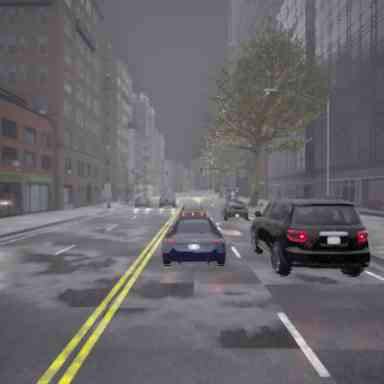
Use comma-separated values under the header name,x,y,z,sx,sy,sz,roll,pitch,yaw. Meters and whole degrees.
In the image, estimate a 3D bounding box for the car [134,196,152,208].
name,x,y,z,sx,sy,sz,roll,pitch,yaw
car,-6.575,1.385,44.789,1.837,1.490,4.892,0,0,0

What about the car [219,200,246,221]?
name,x,y,z,sx,sy,sz,roll,pitch,yaw
car,3.321,1.439,26.612,1.837,1.490,4.892,0,1,0

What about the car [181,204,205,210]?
name,x,y,z,sx,sy,sz,roll,pitch,yaw
car,0.063,1.538,25.067,1.895,1.301,4.718,0,0,0

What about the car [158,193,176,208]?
name,x,y,z,sx,sy,sz,roll,pitch,yaw
car,-3.318,1.099,45.937,2.150,2.045,5.566,0,0,0

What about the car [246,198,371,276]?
name,x,y,z,sx,sy,sz,roll,pitch,yaw
car,3.317,1.199,10.420,2.150,2.045,5.566,0,0,0

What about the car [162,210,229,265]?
name,x,y,z,sx,sy,sz,roll,pitch,yaw
car,0.071,1.536,11.549,1.994,1.385,4.181,0,0,0
